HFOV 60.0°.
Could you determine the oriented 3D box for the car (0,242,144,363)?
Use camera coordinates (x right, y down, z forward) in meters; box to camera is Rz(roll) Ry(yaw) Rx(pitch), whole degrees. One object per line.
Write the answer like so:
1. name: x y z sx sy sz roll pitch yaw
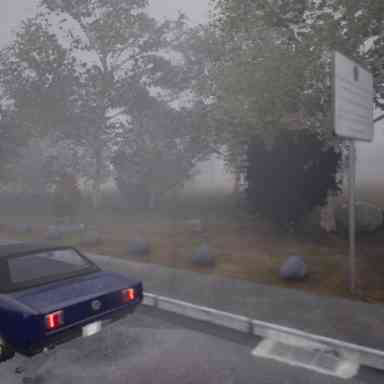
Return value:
1. car: -3.163 1.559 5.811 4.718 1.301 1.895 1 0 35
